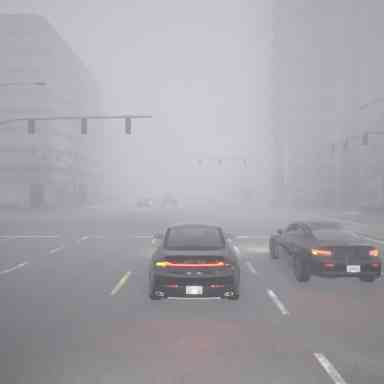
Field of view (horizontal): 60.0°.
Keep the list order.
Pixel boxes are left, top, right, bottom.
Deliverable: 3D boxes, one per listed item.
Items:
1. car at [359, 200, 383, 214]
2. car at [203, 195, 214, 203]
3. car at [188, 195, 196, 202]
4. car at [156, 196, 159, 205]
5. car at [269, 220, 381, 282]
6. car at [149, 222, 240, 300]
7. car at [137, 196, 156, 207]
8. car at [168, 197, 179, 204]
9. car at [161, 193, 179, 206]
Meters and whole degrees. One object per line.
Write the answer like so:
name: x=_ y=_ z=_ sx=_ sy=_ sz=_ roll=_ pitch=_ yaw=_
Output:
car: x=20.850 y=1.547 z=35.482 sx=5.357 sy=1.411 sz=2.033 roll=0 pitch=0 yaw=1
car: x=3.551 y=1.502 z=71.109 sx=1.837 sy=1.490 sz=4.892 roll=0 pitch=0 yaw=0
car: x=0.009 y=1.364 z=73.874 sx=2.128 sy=1.511 sz=4.902 roll=0 pitch=0 yaw=0
car: x=-7.062 y=1.477 z=60.159 sx=1.882 sy=1.535 sz=5.008 roll=0 pitch=0 yaw=0
car: x=3.565 y=1.526 z=9.622 sx=1.812 sy=1.442 sz=4.674 roll=0 pitch=0 yaw=0
car: x=0.059 y=1.505 z=8.366 sx=1.837 sy=1.490 sz=4.892 roll=0 pitch=0 yaw=0
car: x=-7.092 y=1.547 z=50.125 sx=2.033 sy=1.411 sz=5.357 roll=0 pitch=0 yaw=0
car: x=-3.535 y=1.601 z=64.247 sx=1.895 sy=1.301 sz=4.718 roll=0 pitch=0 yaw=0
car: x=-3.597 y=1.221 z=53.365 sx=2.150 sy=2.045 sz=5.566 roll=0 pitch=0 yaw=1
